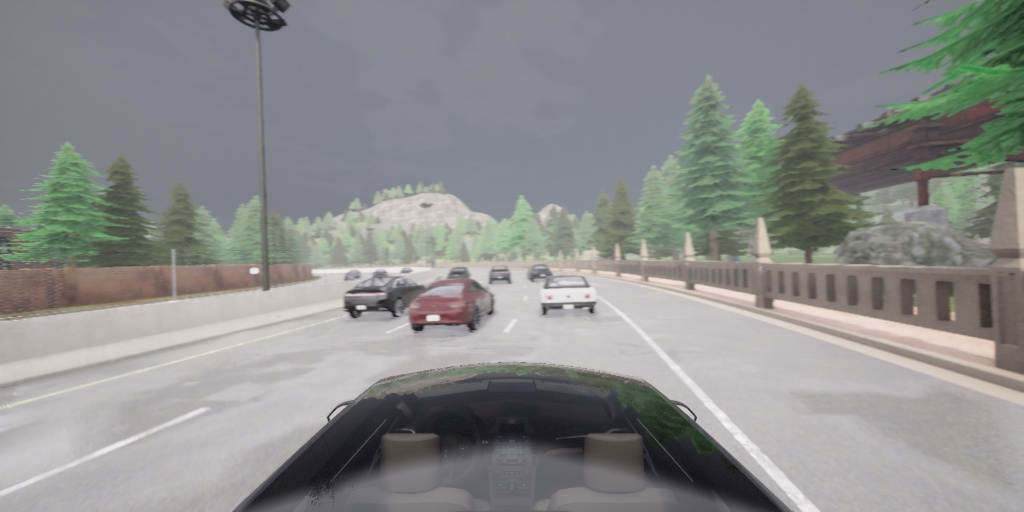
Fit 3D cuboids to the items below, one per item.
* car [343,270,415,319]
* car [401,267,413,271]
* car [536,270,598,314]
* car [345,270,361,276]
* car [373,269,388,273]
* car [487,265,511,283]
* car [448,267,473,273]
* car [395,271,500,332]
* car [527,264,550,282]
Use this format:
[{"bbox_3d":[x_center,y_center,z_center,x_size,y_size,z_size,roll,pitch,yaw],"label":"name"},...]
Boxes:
[{"bbox_3d":[-4.910,1.558,14.676,2.128,1.511,4.902,-2,-1,6],"label":"car"},{"bbox_3d":[-14.870,2.345,50.970,2.033,1.411,5.357,-2,-1,-16],"label":"car"},{"bbox_3d":[2.059,1.374,13.857,1.895,1.301,4.718,-2,-1,6],"label":"car"},{"bbox_3d":[-21.612,2.591,49.108,1.812,1.442,4.674,-2,-1,-15],"label":"car"},{"bbox_3d":[-18.237,2.475,50.023,2.033,1.411,5.357,-2,-1,-16],"label":"car"},{"bbox_3d":[-1.093,1.547,31.050,2.128,1.511,4.902,-2,-1,-3],"label":"car"},{"bbox_3d":[-4.623,1.711,31.719,1.837,1.490,4.892,-2,-1,-4],"label":"car"},{"bbox_3d":[-1.757,1.434,11.472,1.812,1.442,4.674,-2,-1,7],"label":"car"},{"bbox_3d":[2.380,1.444,31.599,1.812,1.442,4.674,-2,-1,-3],"label":"car"}]
